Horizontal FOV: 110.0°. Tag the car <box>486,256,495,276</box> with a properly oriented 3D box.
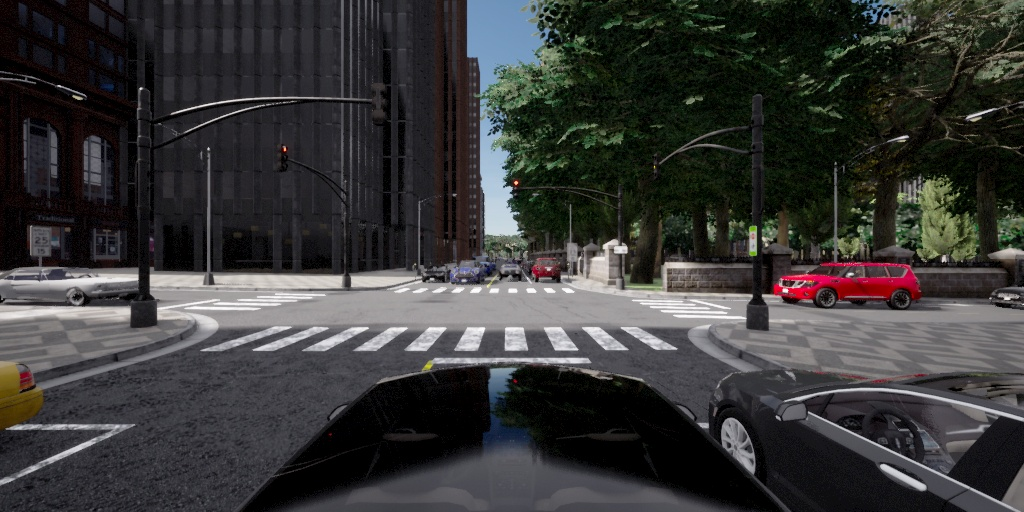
[{"bbox_3d":[-3.216,0.992,37.101,2.150,2.045,5.566,0,0,0],"label":"car"}]

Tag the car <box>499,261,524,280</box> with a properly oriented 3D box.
[{"bbox_3d":[-0.100,1.365,31.440,1.895,1.301,4.718,0,0,1],"label":"car"}]

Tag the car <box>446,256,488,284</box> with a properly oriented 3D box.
[{"bbox_3d":[-3.248,1.111,26.848,2.097,1.767,4.553,0,0,1],"label":"car"}]

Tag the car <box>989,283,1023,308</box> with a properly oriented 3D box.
[{"bbox_3d":[25.500,1.804,16.724,4.892,1.490,1.837,1,0,0],"label":"car"}]

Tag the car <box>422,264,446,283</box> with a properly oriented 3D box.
[{"bbox_3d":[-5.852,1.326,28.411,1.948,1.339,4.313,0,0,0],"label":"car"}]

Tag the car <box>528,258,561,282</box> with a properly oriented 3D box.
[{"bbox_3d":[2.673,1.075,28.450,2.192,1.841,5.009,0,0,0],"label":"car"}]

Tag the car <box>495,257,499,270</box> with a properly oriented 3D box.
[{"bbox_3d":[-3.247,1.135,49.115,2.097,1.767,4.553,0,0,0],"label":"car"}]

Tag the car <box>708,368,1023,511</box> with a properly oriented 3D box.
[{"bbox_3d":[2.764,1.300,1.785,2.007,1.370,4.403,0,0,0],"label":"car"}]

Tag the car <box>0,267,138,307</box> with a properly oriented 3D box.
[{"bbox_3d":[-16.479,1.069,13.152,4.718,1.301,1.895,1,0,-1],"label":"car"}]

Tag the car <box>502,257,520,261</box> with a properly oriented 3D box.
[{"bbox_3d":[-0.136,1.147,59.666,2.097,1.767,4.553,0,0,0],"label":"car"}]

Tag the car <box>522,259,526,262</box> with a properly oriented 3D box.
[{"bbox_3d":[2.618,1.329,44.818,2.007,1.370,4.403,0,0,0],"label":"car"}]

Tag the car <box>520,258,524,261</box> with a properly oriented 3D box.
[{"bbox_3d":[2.599,1.335,50.275,2.007,1.370,4.403,0,0,0],"label":"car"}]

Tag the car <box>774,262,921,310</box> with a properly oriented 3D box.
[{"bbox_3d":[15.441,1.314,16.638,5.566,2.045,2.150,1,0,-1],"label":"car"}]

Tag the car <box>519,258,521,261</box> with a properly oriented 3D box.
[{"bbox_3d":[2.581,1.231,55.732,1.967,1.591,4.097,0,0,0],"label":"car"}]

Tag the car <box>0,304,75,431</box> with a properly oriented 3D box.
[{"bbox_3d":[-5.760,1.275,1.577,1.751,1.417,4.829,0,0,0],"label":"car"}]

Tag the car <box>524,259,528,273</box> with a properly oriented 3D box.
[{"bbox_3d":[2.636,1.338,39.362,1.948,1.339,4.313,0,0,0],"label":"car"}]
